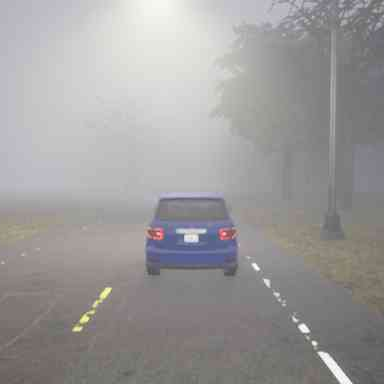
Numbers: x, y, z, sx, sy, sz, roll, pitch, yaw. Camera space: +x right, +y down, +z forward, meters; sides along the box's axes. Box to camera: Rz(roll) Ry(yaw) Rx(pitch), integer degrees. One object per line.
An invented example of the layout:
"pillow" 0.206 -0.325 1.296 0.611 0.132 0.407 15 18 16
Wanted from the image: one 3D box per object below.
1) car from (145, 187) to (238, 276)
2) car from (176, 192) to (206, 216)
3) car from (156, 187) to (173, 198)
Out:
"car" 0.018 0.977 9.622 2.150 2.045 5.566 0 2 1
"car" -0.030 0.832 25.193 2.033 1.411 5.357 0 2 0
"car" -3.755 0.070 46.017 1.994 1.385 4.181 0 2 0
